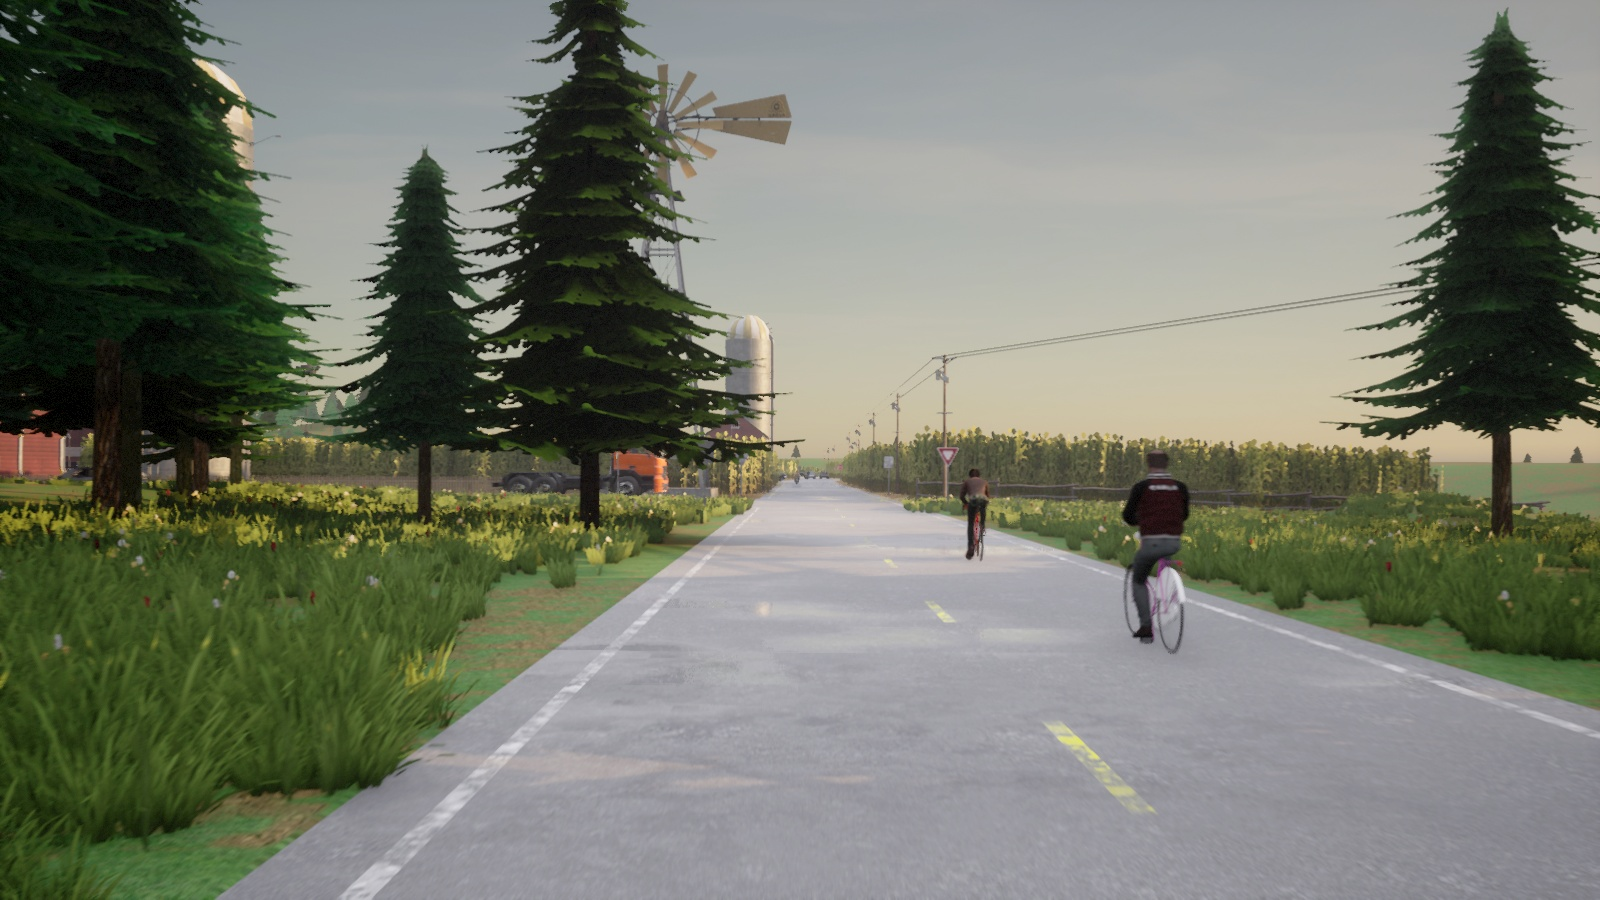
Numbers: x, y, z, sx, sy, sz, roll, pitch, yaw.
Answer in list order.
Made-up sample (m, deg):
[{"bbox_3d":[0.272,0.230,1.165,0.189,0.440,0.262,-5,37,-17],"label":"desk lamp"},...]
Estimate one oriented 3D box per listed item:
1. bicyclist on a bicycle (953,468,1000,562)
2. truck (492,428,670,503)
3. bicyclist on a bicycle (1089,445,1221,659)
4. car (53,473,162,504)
[{"bbox_3d":[3.148,1.132,22.502,0.582,1.620,1.656,0,-1,0],"label":"bicyclist on a bicycle"},{"bbox_3d":[-10.308,0.731,59.580,7.936,3.462,2.891,0,-1,0],"label":"truck"},{"bbox_3d":[3.173,0.863,11.399,0.659,1.776,1.843,0,-1,0],"label":"bicyclist on a bicycle"},{"bbox_3d":[-32.897,1.820,59.721,4.193,1.474,1.816,0,-1,0],"label":"car"}]
